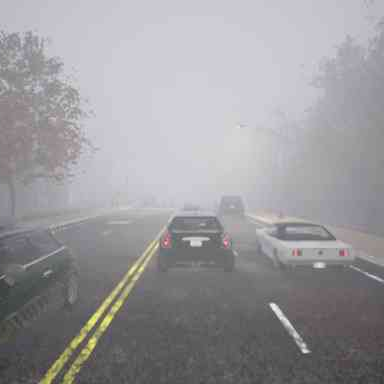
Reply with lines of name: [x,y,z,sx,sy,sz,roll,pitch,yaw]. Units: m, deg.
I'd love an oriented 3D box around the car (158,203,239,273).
car: [0.108,1.397,10.972,2.097,1.767,4.553,0,0,0]

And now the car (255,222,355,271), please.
car: [3.358,1.645,10.969,1.895,1.301,4.718,0,0,0]

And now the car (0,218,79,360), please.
car: [-3.349,1.373,4.886,2.097,1.767,4.553,0,0,0]

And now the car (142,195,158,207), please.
car: [-7.062,1.449,56.090,2.150,2.045,5.566,0,0,-1]

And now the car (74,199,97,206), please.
car: [-20.646,2.086,64.394,4.313,1.339,1.947,-1,1,-1]

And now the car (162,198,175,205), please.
car: [-3.804,1.718,54.862,2.128,1.511,4.902,0,0,-1]

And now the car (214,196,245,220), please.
car: [3.210,1.340,29.232,2.150,2.045,5.566,0,0,-1]
